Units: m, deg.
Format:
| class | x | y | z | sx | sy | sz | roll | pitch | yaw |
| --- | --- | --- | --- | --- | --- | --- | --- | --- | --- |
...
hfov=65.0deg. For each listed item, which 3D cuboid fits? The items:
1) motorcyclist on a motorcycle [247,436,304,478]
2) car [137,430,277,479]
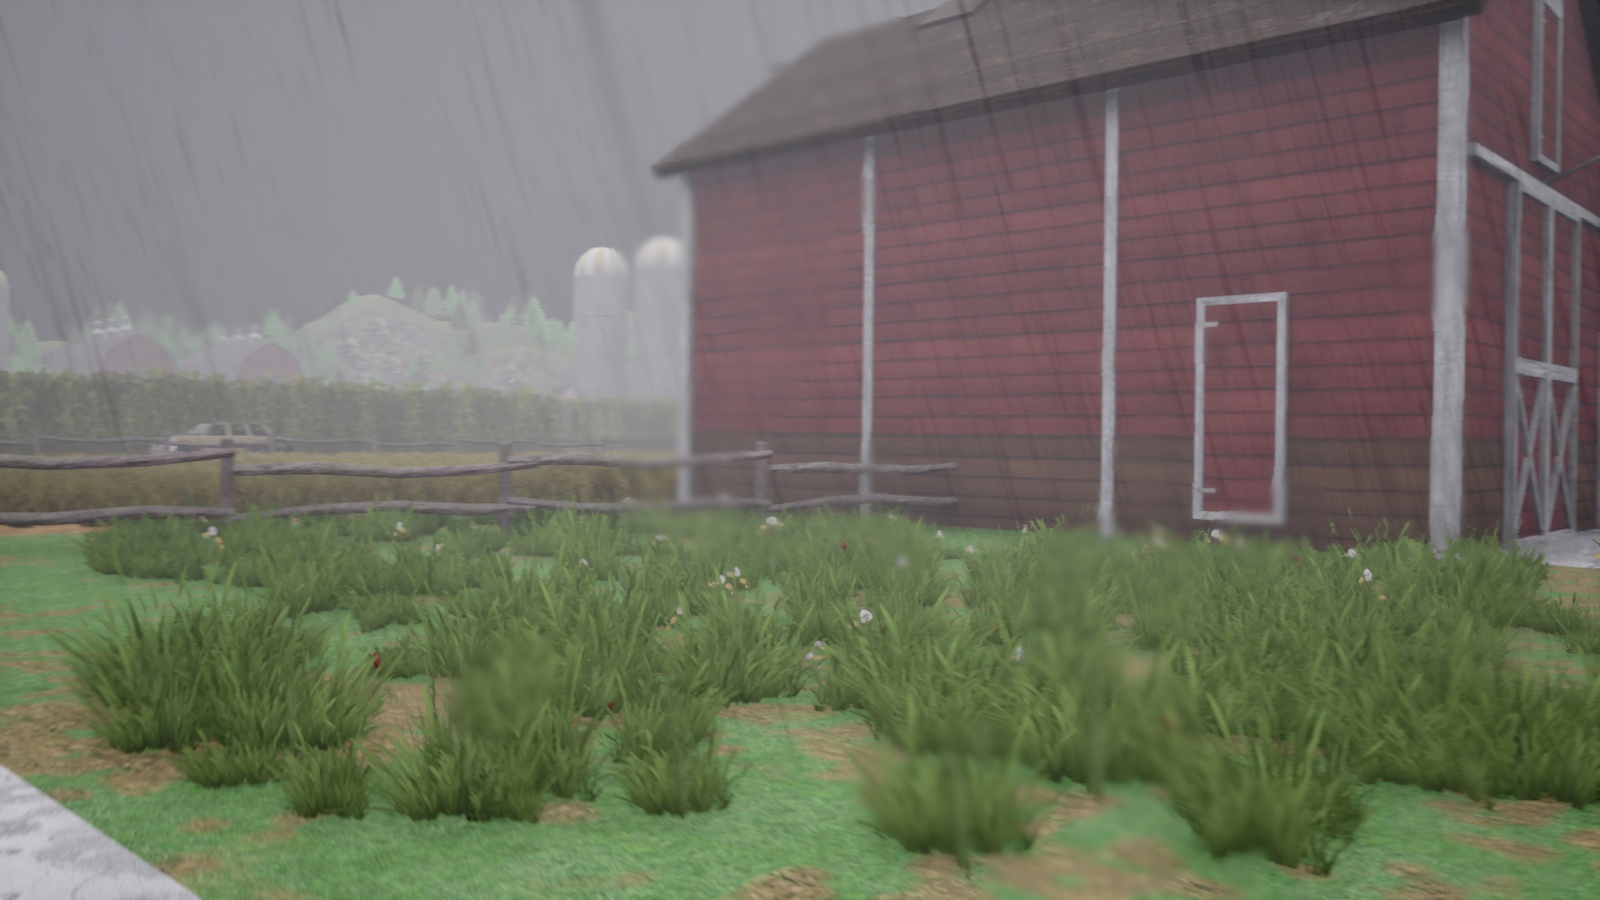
| class | x | y | z | sx | sy | sz | roll | pitch | yaw |
| --- | --- | --- | --- | --- | --- | --- | --- | --- | --- |
| motorcyclist on a motorcycle | -20.198 | 0.269 | 48.412 | 0.866 | 1.590 | 1.817 | 0 | 1 | 43 |
| car | -23.353 | 0.142 | 49.584 | 1.932 | 1.855 | 4.605 | 0 | 1 | 43 |
